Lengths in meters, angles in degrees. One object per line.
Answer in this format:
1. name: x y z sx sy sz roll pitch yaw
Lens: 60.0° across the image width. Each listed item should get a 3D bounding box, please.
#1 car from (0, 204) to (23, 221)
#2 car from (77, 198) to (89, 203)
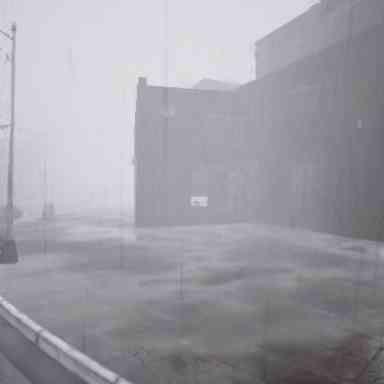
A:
1. car: -16.474 1.761 29.291 1.994 1.385 4.181 1 -1 -9
2. car: -23.861 1.963 72.894 1.812 1.442 4.674 1 -1 -4
